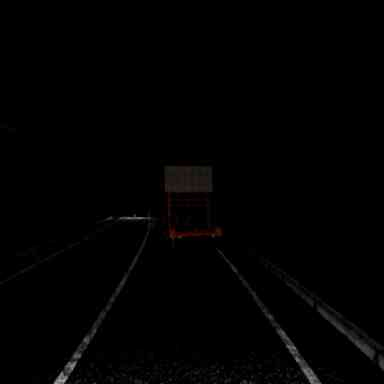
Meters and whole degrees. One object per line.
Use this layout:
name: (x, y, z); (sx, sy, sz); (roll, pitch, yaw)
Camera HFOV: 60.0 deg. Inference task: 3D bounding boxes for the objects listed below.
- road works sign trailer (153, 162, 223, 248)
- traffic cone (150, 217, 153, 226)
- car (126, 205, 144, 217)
road works sign trailer: (-0.186, 0.486, 14.976); (2.380, 3.560, 2.880); (0, -1, -17)
traffic cone: (-2.658, 2.107, 22.375); (0.340, 0.580, 0.340); (0, -1, -6)
car: (-6.692, 2.211, 39.454); (2.033, 1.411, 5.357); (0, -1, -7)
